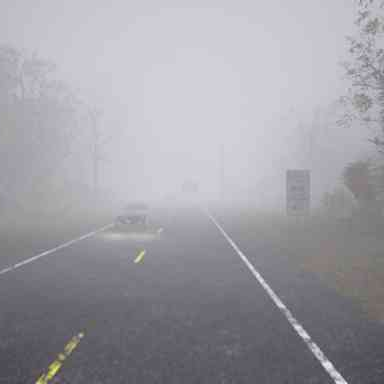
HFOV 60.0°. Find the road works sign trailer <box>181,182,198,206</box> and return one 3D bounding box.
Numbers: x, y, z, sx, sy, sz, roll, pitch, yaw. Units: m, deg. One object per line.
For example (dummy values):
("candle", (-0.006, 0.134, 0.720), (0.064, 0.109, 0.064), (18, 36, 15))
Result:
("road works sign trailer", (-0.258, 0.291, 48.557), (2.380, 3.560, 2.880), (0, 0, 1))

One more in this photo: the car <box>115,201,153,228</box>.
("car", (-3.657, 1.401, 21.560), (1.882, 1.535, 5.008), (0, 0, 0))

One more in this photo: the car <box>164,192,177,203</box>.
("car", (-3.939, 1.010, 61.751), (2.150, 2.045, 5.566), (0, 0, 0))
